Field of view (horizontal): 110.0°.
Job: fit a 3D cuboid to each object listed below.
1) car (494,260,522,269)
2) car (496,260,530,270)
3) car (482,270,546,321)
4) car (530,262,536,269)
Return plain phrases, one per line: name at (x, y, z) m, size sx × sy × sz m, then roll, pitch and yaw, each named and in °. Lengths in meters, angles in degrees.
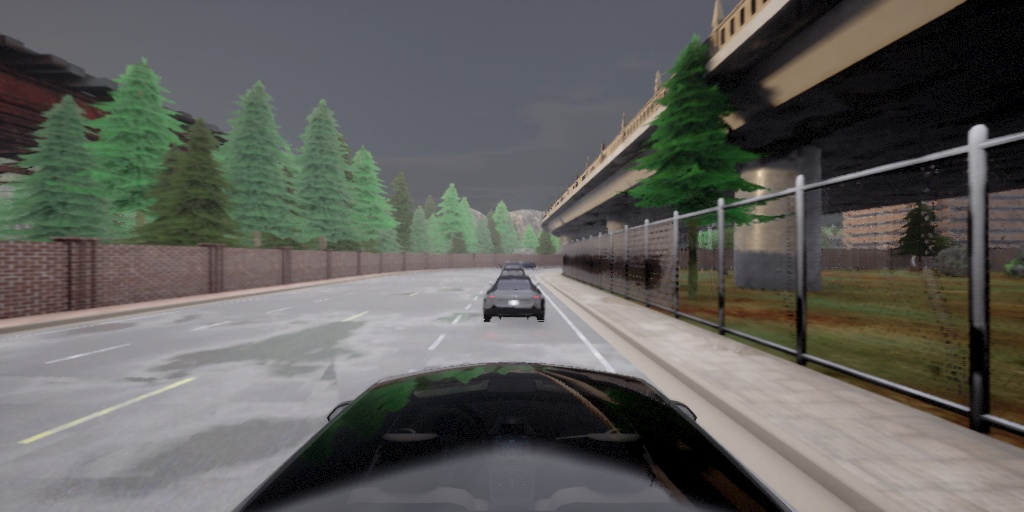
car at (-0.601, 1.404, 60.376) m, size 1.882 × 1.535 × 5.008 m, roll -1°, pitch 0°, yaw 41°
car at (0.074, 1.321, 27.778) m, size 2.128 × 1.511 × 4.902 m, roll 0°, pitch 0°, yaw 0°
car at (0.071, 1.346, 12.559) m, size 1.994 × 1.385 × 4.181 m, roll 0°, pitch 0°, yaw 0°
car at (1.684, 1.465, 57.800) m, size 2.033 × 1.411 × 5.357 m, roll 0°, pitch 0°, yaw 41°
